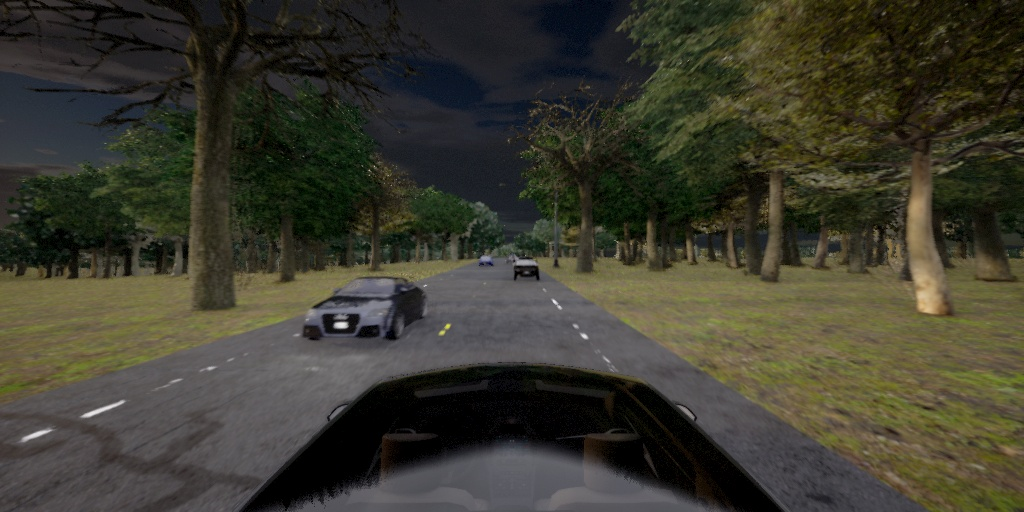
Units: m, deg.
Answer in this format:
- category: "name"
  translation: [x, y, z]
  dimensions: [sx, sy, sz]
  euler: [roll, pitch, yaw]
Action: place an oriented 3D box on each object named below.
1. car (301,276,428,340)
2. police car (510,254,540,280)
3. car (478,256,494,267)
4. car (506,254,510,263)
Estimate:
- category: "car"
  translation: [-3.594, 1.242, 9.522]
  dimensions: [1.994, 1.385, 4.181]
  euler: [0, 1, 0]
- category: "police car"
  translation: [1.043, 0.915, 27.608]
  dimensions: [1.930, 1.638, 5.238]
  euler: [0, 1, 0]
- category: "car"
  translation: [-3.567, 0.682, 49.765]
  dimensions: [1.882, 1.535, 5.008]
  euler: [0, 1, 0]
- category: "car"
  translation: [-0.016, 0.505, 62.603]
  dimensions: [2.128, 1.511, 4.902]
  euler: [0, 1, 0]
